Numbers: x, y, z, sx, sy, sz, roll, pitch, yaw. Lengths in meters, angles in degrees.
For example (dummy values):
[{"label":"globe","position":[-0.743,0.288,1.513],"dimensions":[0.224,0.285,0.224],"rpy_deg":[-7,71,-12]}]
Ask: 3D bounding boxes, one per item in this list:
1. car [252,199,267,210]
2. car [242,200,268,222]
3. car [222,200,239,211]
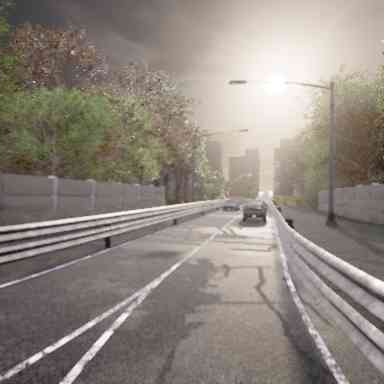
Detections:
[{"label":"car","position":[9.521,1.784,46.991],"dimensions":[1.994,1.385,4.181],"rpy_deg":[1,0,13]},{"label":"car","position":[5.297,1.611,28.077],"dimensions":[1.837,1.490,4.892],"rpy_deg":[1,0,12]},{"label":"car","position":[5.086,1.688,42.881],"dimensions":[2.033,1.411,5.357],"rpy_deg":[1,0,13]}]
